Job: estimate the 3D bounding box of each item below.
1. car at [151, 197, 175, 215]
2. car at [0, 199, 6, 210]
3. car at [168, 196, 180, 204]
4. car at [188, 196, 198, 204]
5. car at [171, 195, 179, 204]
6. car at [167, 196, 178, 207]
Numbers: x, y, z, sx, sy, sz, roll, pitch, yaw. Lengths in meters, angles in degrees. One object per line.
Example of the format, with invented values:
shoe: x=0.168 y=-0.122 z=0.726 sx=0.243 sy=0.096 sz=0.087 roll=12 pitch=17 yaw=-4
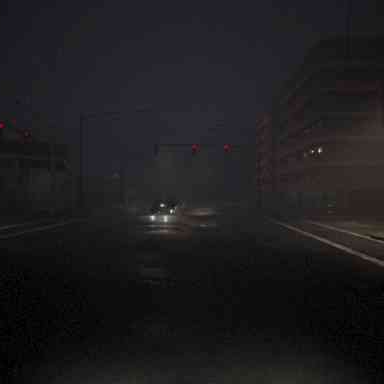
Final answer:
car: x=-3.183 y=1.547 z=34.692 sx=2.033 sy=1.411 sz=5.357 roll=0 pitch=0 yaw=-1
car: x=-24.063 y=1.456 z=38.891 sx=3.806 sy=1.475 sz=1.970 roll=0 pitch=0 yaw=1
car: x=-3.409 y=1.564 z=62.547 sx=1.994 sy=1.385 sz=4.181 roll=0 pitch=0 yaw=0
car: x=0.231 y=1.525 z=64.979 sx=1.812 sy=1.442 sz=4.674 roll=0 pitch=0 yaw=0
car: x=-3.344 y=1.352 z=52.529 sx=2.097 sy=1.767 sz=4.553 roll=0 pitch=0 yaw=0
car: x=-3.268 y=1.564 z=43.933 sx=1.994 sy=1.385 sz=4.181 roll=0 pitch=0 yaw=-1
